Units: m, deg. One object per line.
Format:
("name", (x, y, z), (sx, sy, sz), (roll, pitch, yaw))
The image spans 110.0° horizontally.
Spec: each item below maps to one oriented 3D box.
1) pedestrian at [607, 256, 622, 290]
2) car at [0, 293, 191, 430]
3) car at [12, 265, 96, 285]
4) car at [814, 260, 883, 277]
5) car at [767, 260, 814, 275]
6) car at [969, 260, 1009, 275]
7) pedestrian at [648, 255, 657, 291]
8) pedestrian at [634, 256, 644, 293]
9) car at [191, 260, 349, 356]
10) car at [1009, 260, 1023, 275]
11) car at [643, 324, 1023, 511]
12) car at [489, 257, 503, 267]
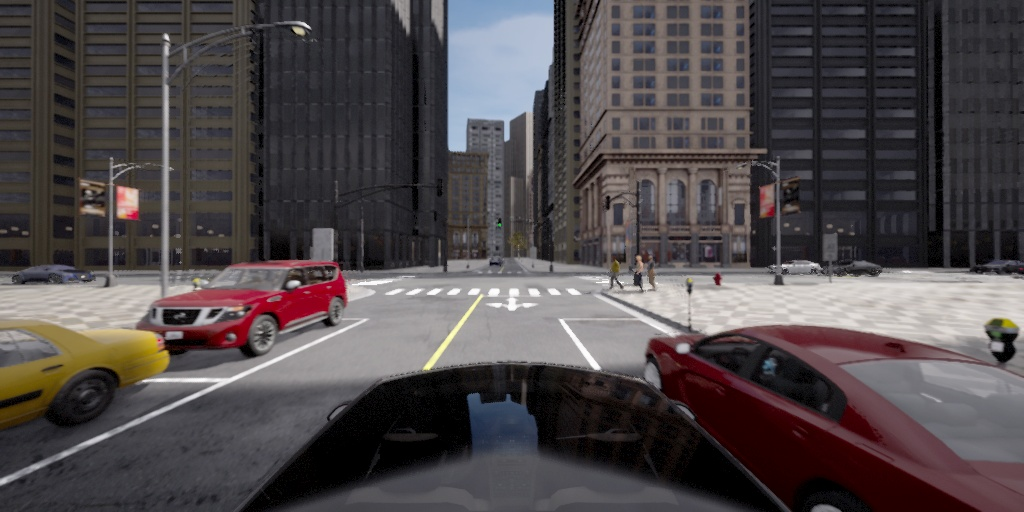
("pedestrian", (5.310, 0.841, 18.593), (0.375, 1.860, 0.375), (0, 0, 0))
("car", (-5.856, 1.270, 3.098), (1.751, 1.417, 4.829), (0, 0, 0))
("car", (-32.909, 1.323, 25.844), (4.181, 1.385, 1.994), (0, 0, 0))
("car", (30.780, 1.114, 32.547), (4.674, 1.442, 1.812), (0, 0, 0))
("car", (28.122, 1.135, 35.799), (4.674, 1.442, 1.812), (0, 0, 0))
("car", (49.200, 1.120, 35.713), (5.357, 1.411, 2.033), (0, 0, 0))
("pedestrian", (7.006, 0.823, 17.992), (0.375, 1.860, 0.375), (0, 0, 0))
("pedestrian", (6.186, 0.848, 17.392), (0.375, 1.860, 0.375), (0, 0, 0))
("car", (-5.854, 1.044, 8.728), (2.192, 1.841, 5.009), (0, 0, 0))
("car", (44.716, 1.092, 29.158), (5.357, 1.411, 2.033), (0, 0, 1))
("car", (2.669, 1.290, 3.264), (1.888, 1.381, 4.507), (0, 0, 0))
("car", (-2.949, 1.005, 63.743), (2.097, 1.767, 4.553), (0, 0, 0))
